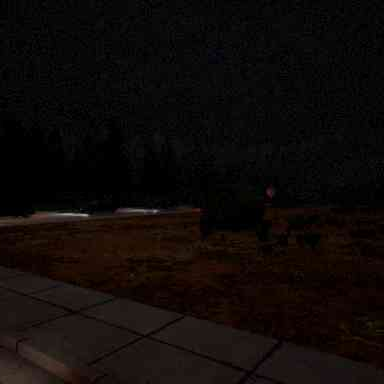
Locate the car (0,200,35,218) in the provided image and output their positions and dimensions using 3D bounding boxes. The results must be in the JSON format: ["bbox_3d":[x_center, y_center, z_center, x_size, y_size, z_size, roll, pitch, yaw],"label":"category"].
[{"bbox_3d":[-16.146,1.504,28.609,1.882,1.535,5.008,0,0,36],"label":"car"}]

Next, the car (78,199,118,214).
[{"bbox_3d":[-10.224,1.552,36.606,1.812,1.442,4.674,0,0,37],"label":"car"}]

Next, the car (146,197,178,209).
[{"bbox_3d":[-4.010,1.504,44.993,1.882,1.535,5.008,0,0,37],"label":"car"}]

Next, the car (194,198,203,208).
[{"bbox_3d":[2.226,1.532,47.226,1.837,1.490,4.892,0,0,36],"label":"car"}]
